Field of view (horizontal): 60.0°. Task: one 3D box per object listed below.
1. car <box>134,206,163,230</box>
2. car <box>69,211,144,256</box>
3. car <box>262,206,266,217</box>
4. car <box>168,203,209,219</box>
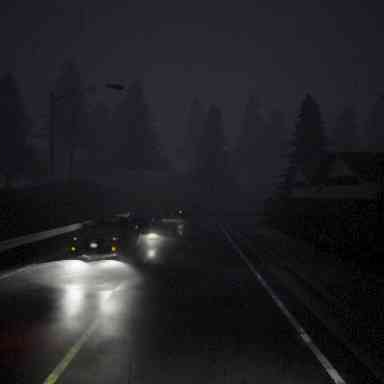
[{"bbox_3d":[-3.193,1.729,23.367,1.882,1.535,5.008,0,-1,1],"label":"car"},{"bbox_3d":[-3.401,1.695,13.587,1.994,1.385,4.181,0,-1,1],"label":"car"},{"bbox_3d":[9.626,1.723,34.368,4.553,1.767,2.097,0,-1,-18],"label":"car"},{"bbox_3d":[-0.245,1.852,32.827,1.812,1.442,4.674,0,-1,42],"label":"car"}]
